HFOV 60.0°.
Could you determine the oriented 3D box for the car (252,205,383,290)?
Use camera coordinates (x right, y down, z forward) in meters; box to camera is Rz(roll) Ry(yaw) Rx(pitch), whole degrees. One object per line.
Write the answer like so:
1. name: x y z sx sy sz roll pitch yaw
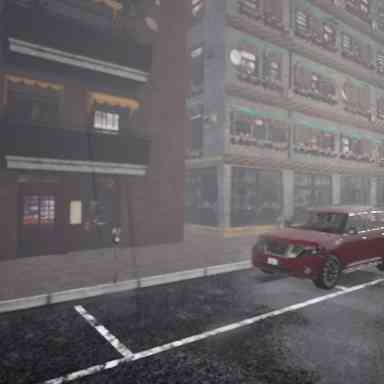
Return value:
1. car: 3.973 1.337 9.366 5.009 1.841 2.192 0 1 -35
